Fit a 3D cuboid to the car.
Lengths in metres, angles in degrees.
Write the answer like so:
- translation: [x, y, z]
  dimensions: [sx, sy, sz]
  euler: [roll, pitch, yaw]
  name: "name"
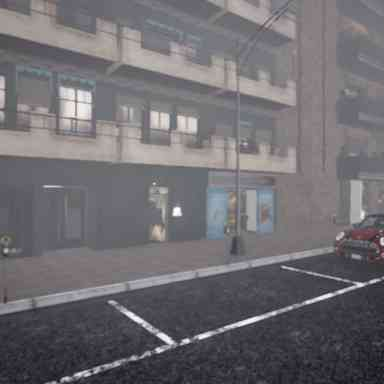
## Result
- translation: [6.687, 1.476, 11.442]
  dimensions: [4.097, 1.590, 1.967]
  euler: [0, 0, -36]
  name: "car"
